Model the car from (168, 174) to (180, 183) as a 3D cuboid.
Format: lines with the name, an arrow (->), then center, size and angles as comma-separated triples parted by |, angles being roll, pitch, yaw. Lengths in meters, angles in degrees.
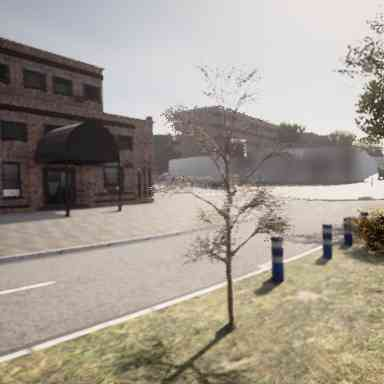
car -> -2.957, -3.021, 82.560 | 2.231, 1.521, 4.892 | 6, 6, 38

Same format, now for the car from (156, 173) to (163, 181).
car -> -6.090, -3.780, 87.670 | 2.435, 2.045, 5.566 | 5, 6, 38

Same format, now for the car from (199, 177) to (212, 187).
car -> 4.773, -2.003, 69.709 | 2.435, 2.045, 5.566 | 6, 6, 39

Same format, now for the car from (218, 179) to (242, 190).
car -> 7.858, -1.248, 64.633 | 2.097, 1.535, 5.008 | 5, 6, 39

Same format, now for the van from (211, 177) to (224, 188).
van -> 6.400, -1.731, 67.269 | 1.878, 1.987, 4.442 | 5, 6, 39

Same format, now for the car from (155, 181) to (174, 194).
car -> -5.537, -0.563, 54.113 | 2.002, 1.452, 4.674 | 4, 7, 37

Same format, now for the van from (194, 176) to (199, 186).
van -> 3.175, -2.227, 72.203 | 1.878, 1.987, 4.442 | 6, 6, 39

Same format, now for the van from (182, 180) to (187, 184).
van -> 0.224, -2.745, 77.514 | 1.878, 1.987, 4.442 | 5, 6, 39

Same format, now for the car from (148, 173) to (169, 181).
car -> -9.279, -4.286, 92.749 | 2.435, 2.045, 5.566 | 5, 6, 38

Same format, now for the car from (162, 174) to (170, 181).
car -> -4.519, -3.247, 85.136 | 2.163, 1.488, 4.792 | 5, 6, 38

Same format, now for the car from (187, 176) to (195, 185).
car -> 1.677, -2.385, 74.844 | 2.185, 1.767, 4.553 | 5, 6, 39
